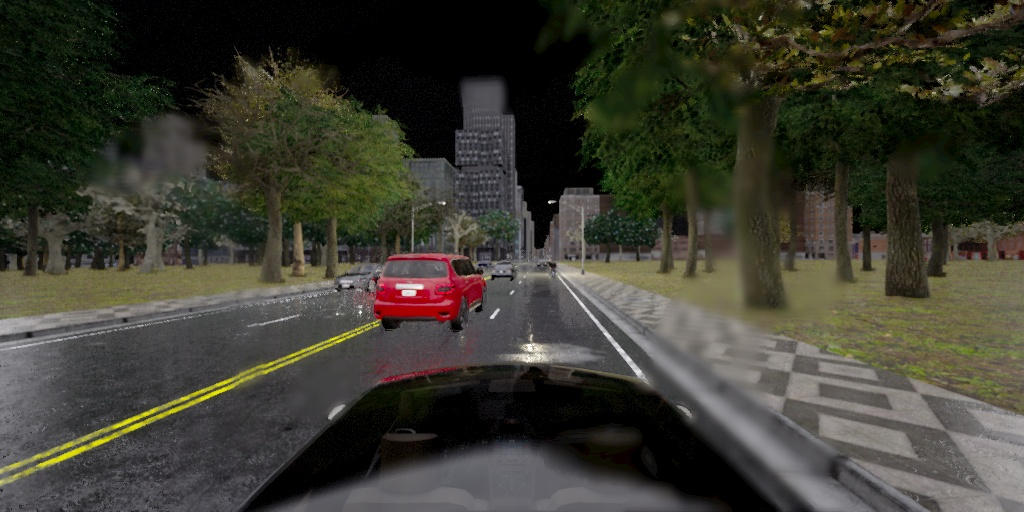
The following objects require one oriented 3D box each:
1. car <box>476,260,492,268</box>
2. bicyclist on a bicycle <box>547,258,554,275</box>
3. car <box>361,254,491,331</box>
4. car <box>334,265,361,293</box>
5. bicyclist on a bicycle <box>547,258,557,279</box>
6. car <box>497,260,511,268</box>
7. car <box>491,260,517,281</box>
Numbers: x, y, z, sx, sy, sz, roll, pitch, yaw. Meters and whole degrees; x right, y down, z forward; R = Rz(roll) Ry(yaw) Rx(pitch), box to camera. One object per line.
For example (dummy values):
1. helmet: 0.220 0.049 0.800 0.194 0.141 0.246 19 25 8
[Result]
1. car: -4.751 1.392 61.793 1.895 1.301 4.718 0 0 5
2. bicyclist on a bicycle: 4.067 1.126 38.215 0.659 1.776 1.843 0 0 5
3. car: -2.211 0.965 11.137 2.150 2.045 5.566 0 0 5
4. car: -8.166 1.229 20.501 2.128 1.511 4.902 0 0 5
5. bicyclist on a bicycle: 3.314 1.117 29.034 0.659 1.776 1.843 0 0 5
6. car: -1.423 1.359 62.577 1.994 1.385 4.181 0 0 5
7. car: -0.626 1.292 30.457 2.033 1.411 5.357 0 0 5
